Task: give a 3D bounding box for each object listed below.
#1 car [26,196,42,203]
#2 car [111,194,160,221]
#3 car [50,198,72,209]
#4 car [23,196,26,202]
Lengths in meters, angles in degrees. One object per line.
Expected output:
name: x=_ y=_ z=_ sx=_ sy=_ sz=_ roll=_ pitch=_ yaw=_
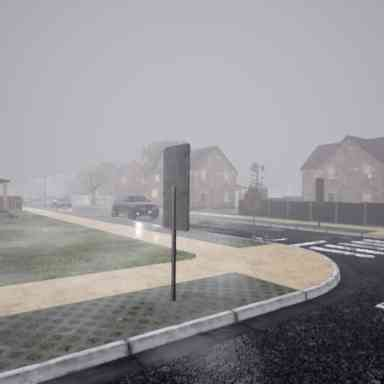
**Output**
car: x=-34.430 y=1.563 z=73.279 sx=2.128 sy=1.511 sz=4.902 roll=1 pitch=-1 yaw=-36
car: x=-4.836 y=1.199 z=27.668 sx=2.150 sy=2.045 sz=5.566 roll=1 pitch=0 yaw=-36
car: x=-18.299 y=1.559 z=46.365 sx=2.033 sy=1.411 sz=5.357 roll=1 pitch=-1 yaw=-36
car: x=-40.454 y=1.709 z=81.572 sx=2.128 sy=1.511 sz=4.902 roll=1 pitch=-1 yaw=-36
